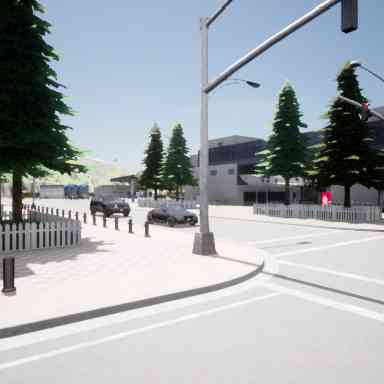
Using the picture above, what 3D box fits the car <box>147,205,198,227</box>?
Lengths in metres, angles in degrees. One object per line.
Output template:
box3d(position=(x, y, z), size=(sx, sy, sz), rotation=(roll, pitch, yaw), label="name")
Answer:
box3d(position=(-1.416, 1.579, 22.872), size=(1.994, 1.385, 4.181), rotation=(0, 0, -37), label="car")

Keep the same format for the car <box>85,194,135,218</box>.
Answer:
box3d(position=(-7.851, 1.237, 31.390), size=(2.150, 2.045, 5.566), rotation=(0, 0, -37), label="car")

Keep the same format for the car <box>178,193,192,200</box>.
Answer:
box3d(position=(-1.796, 1.092, 88.067), size=(1.905, 1.878, 3.866), rotation=(0, 0, -37), label="car")

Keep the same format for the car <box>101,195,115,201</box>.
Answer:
box3d(position=(-20.919, 1.400, 82.782), size=(1.970, 1.475, 3.806), rotation=(0, 0, -37), label="car")

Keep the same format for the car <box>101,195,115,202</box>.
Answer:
box3d(position=(-18.893, 1.389, 75.046), size=(1.845, 1.501, 3.633), rotation=(0, 0, -37), label="car")

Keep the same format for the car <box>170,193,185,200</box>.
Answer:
box3d(position=(-3.884, 1.113, 86.005), size=(1.932, 1.855, 4.605), rotation=(0, 0, -37), label="car")
